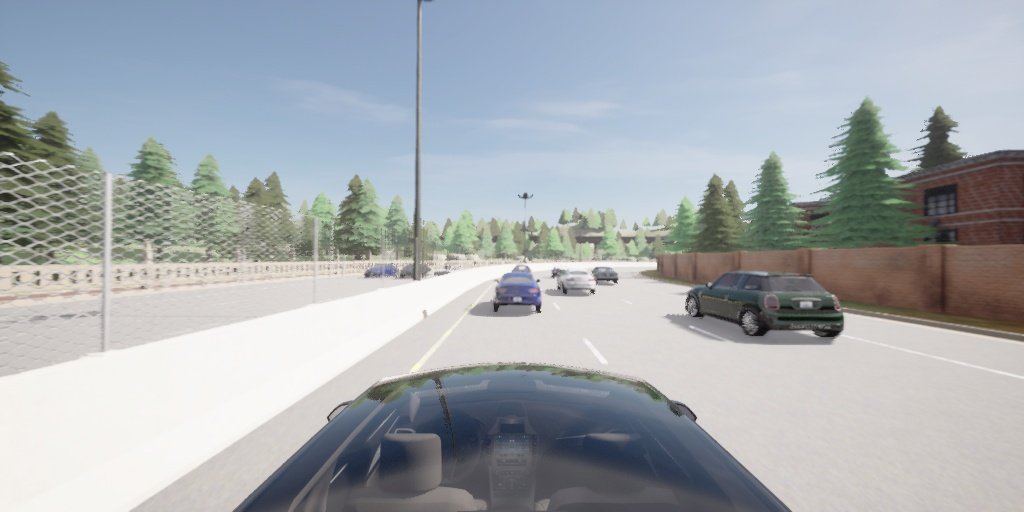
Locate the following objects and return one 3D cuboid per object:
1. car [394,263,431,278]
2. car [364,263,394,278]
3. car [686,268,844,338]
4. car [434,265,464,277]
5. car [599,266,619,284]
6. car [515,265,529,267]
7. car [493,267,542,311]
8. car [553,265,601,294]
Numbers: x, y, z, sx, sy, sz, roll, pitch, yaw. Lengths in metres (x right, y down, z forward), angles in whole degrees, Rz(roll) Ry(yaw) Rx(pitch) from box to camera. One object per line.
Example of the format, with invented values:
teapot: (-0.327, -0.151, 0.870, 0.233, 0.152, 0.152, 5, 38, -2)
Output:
car: (-9.538, 1.493, 35.779, 1.837, 1.490, 4.892, 0, 0, 7)
car: (-13.013, 1.482, 36.192, 1.812, 1.442, 4.674, 0, 0, 7)
car: (7.178, 1.219, 10.843, 2.097, 1.767, 4.553, 0, 0, 1)
car: (-6.066, 1.596, 35.335, 1.895, 1.301, 4.718, 0, 0, 7)
car: (7.679, 1.560, 30.376, 2.033, 1.411, 5.357, 0, 0, 5)
car: (0.955, 1.536, 33.528, 2.033, 1.411, 5.357, 0, 0, 6)
car: (0.219, 1.373, 14.838, 1.812, 1.442, 4.674, 0, 0, 1)
car: (3.819, 1.449, 21.775, 1.812, 1.442, 4.674, 0, 0, 1)
